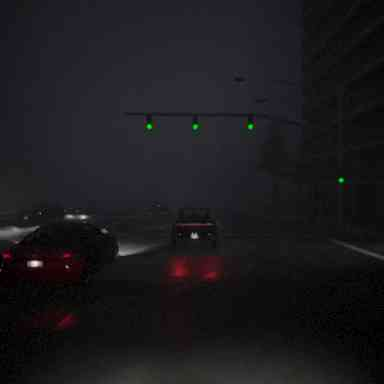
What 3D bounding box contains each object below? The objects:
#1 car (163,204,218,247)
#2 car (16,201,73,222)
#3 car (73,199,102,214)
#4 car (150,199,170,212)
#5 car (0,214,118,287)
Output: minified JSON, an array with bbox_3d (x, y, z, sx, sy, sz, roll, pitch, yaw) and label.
[{"bbox_3d":[0.098,1.422,14.721,2.128,1.511,4.902,0,0,0],"label":"car"},{"bbox_3d":[-10.579,1.380,23.634,2.128,1.511,4.902,0,0,0],"label":"car"},{"bbox_3d":[-10.564,1.391,33.376,2.033,1.411,5.357,0,0,0],"label":"car"},{"bbox_3d":[-3.412,1.395,35.921,1.994,1.385,4.181,0,0,0],"label":"car"},{"bbox_3d":[-3.402,1.520,9.213,1.994,1.385,4.181,0,0,0],"label":"car"}]
